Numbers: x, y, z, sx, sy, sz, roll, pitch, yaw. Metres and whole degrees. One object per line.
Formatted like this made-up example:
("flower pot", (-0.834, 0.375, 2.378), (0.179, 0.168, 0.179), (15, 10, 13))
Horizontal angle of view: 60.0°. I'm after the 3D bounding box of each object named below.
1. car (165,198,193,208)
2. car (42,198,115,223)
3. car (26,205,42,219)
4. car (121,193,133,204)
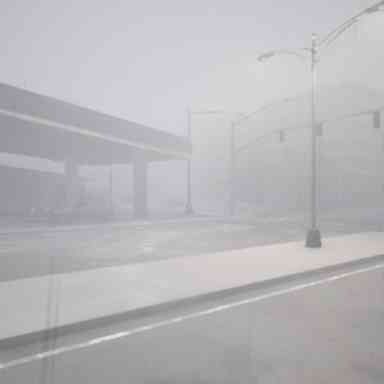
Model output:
("car", (-1.980, 1.569, 49.947), (2.033, 1.411, 5.357), (0, 0, -36))
("car", (-8.035, 1.303, 24.199), (4.611, 1.667, 2.242), (0, 0, -35))
("car", (-11.995, 1.464, 28.430), (3.806, 1.475, 1.970), (0, 0, -35))
("car", (-11.631, 1.255, 63.100), (2.150, 2.045, 5.566), (0, 0, -36))
